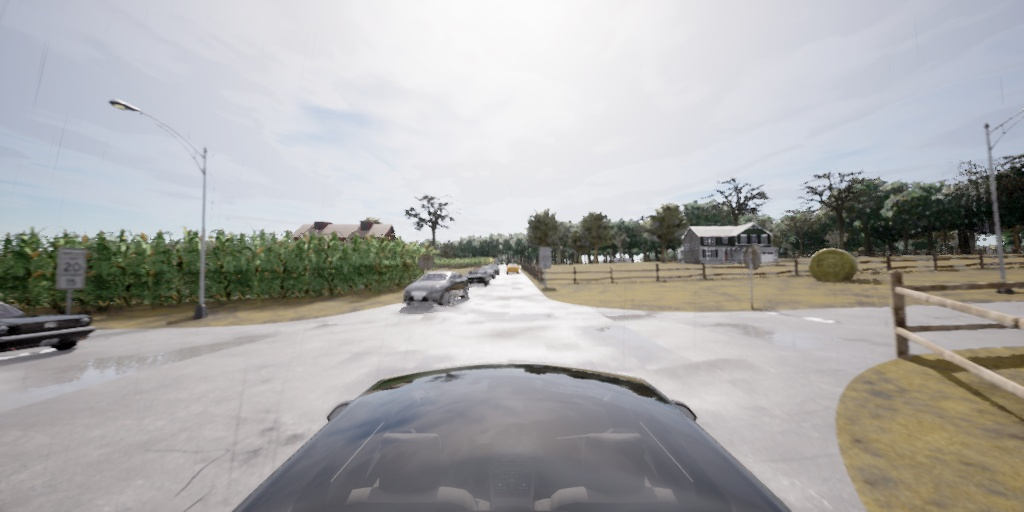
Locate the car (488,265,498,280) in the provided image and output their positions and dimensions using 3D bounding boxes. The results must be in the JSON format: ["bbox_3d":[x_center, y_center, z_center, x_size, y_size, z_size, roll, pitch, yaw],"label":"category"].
[{"bbox_3d":[-2.836,1.844,40.146,1.812,1.442,4.674,0,-1,0],"label":"car"}]

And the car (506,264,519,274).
[{"bbox_3d":[0.108,2.029,55.642,1.882,1.535,5.008,0,-1,0],"label":"car"}]

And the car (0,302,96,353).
[{"bbox_3d":[-12.745,1.701,8.195,4.718,1.301,1.895,-1,-3,0],"label":"car"}]

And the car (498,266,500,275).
[{"bbox_3d":[-2.761,1.973,51.972,1.882,1.535,5.008,0,-1,0],"label":"car"}]

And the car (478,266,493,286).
[{"bbox_3d":[-2.843,1.766,29.708,1.895,1.301,4.718,0,-1,0],"label":"car"}]

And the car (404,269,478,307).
[{"bbox_3d":[-3.485,1.498,17.418,2.128,1.511,4.902,0,0,10],"label":"car"}]
